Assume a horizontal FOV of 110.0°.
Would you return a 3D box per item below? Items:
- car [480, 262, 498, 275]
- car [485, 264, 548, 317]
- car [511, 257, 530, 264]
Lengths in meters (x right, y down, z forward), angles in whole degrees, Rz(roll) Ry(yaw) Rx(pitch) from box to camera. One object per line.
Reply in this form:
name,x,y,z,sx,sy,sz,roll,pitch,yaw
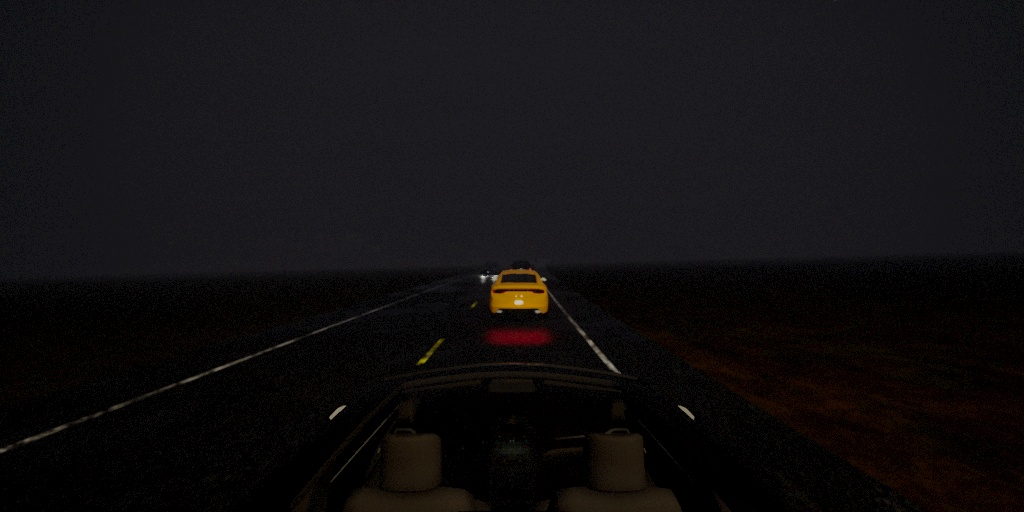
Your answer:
car,-2.408,1.355,40.825,2.033,1.411,5.357,0,0,3
car,0.261,1.247,13.348,1.882,1.535,5.008,0,0,1
car,0.832,1.147,31.251,2.097,1.767,4.553,0,0,2
